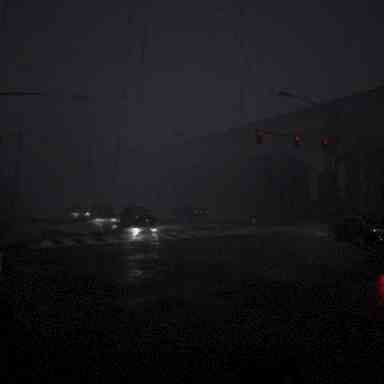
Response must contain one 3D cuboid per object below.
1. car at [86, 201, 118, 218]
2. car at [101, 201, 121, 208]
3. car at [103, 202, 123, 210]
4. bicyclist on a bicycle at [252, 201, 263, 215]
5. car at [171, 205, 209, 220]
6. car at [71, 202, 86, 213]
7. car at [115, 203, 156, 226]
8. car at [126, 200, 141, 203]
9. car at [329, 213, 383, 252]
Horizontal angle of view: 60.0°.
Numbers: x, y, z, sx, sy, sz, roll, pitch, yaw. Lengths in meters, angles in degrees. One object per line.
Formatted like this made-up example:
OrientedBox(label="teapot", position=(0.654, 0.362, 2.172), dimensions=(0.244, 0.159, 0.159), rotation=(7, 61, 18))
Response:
OrientedBox(label="car", position=(-10.091, 2.031, 37.334), dimensions=(1.882, 1.535, 5.008), rotation=(0, -1, -29))
OrientedBox(label="car", position=(-16.608, 2.466, 68.053), dimensions=(4.718, 1.301, 1.895), rotation=(-1, -1, 44))
OrientedBox(label="car", position=(-13.941, 2.466, 58.564), dimensions=(1.895, 1.301, 4.718), rotation=(0, -1, -32))
OrientedBox(label="bicyclist on a bicycle", position=(7.749, 1.868, 39.191), dimensions=(1.656, 1.620, 0.582), rotation=(0, -1, -29))
OrientedBox(label="car", position=(-0.308, 2.054, 34.595), dimensions=(2.033, 1.411, 5.357), rotation=(0, -1, -29))
OrientedBox(label="car", position=(-16.459, 2.203, 48.777), dimensions=(1.882, 1.535, 5.008), rotation=(0, 0, -29))
OrientedBox(label="car", position=(-4.544, 1.931, 27.400), dimensions=(1.812, 1.442, 4.674), rotation=(0, -1, -29))
OrientedBox(label="car", position=(-10.675, 2.236, 60.032), dimensions=(2.097, 1.767, 4.553), rotation=(0, -1, -32))
OrientedBox(label="car", position=(7.759, 1.705, 14.878), dimensions=(2.128, 1.511, 4.902), rotation=(0, -1, 2))
